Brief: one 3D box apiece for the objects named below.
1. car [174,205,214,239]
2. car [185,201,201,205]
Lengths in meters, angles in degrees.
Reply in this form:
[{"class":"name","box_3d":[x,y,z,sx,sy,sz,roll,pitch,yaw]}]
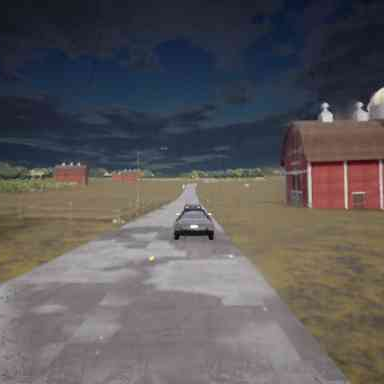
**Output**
[{"class":"car","box_3d":[0.099,1.589,17.522,1.994,1.385,4.181,0,0,0]},{"class":"car","box_3d":[0.094,1.680,37.658,1.895,1.301,4.718,0,0,0]}]
